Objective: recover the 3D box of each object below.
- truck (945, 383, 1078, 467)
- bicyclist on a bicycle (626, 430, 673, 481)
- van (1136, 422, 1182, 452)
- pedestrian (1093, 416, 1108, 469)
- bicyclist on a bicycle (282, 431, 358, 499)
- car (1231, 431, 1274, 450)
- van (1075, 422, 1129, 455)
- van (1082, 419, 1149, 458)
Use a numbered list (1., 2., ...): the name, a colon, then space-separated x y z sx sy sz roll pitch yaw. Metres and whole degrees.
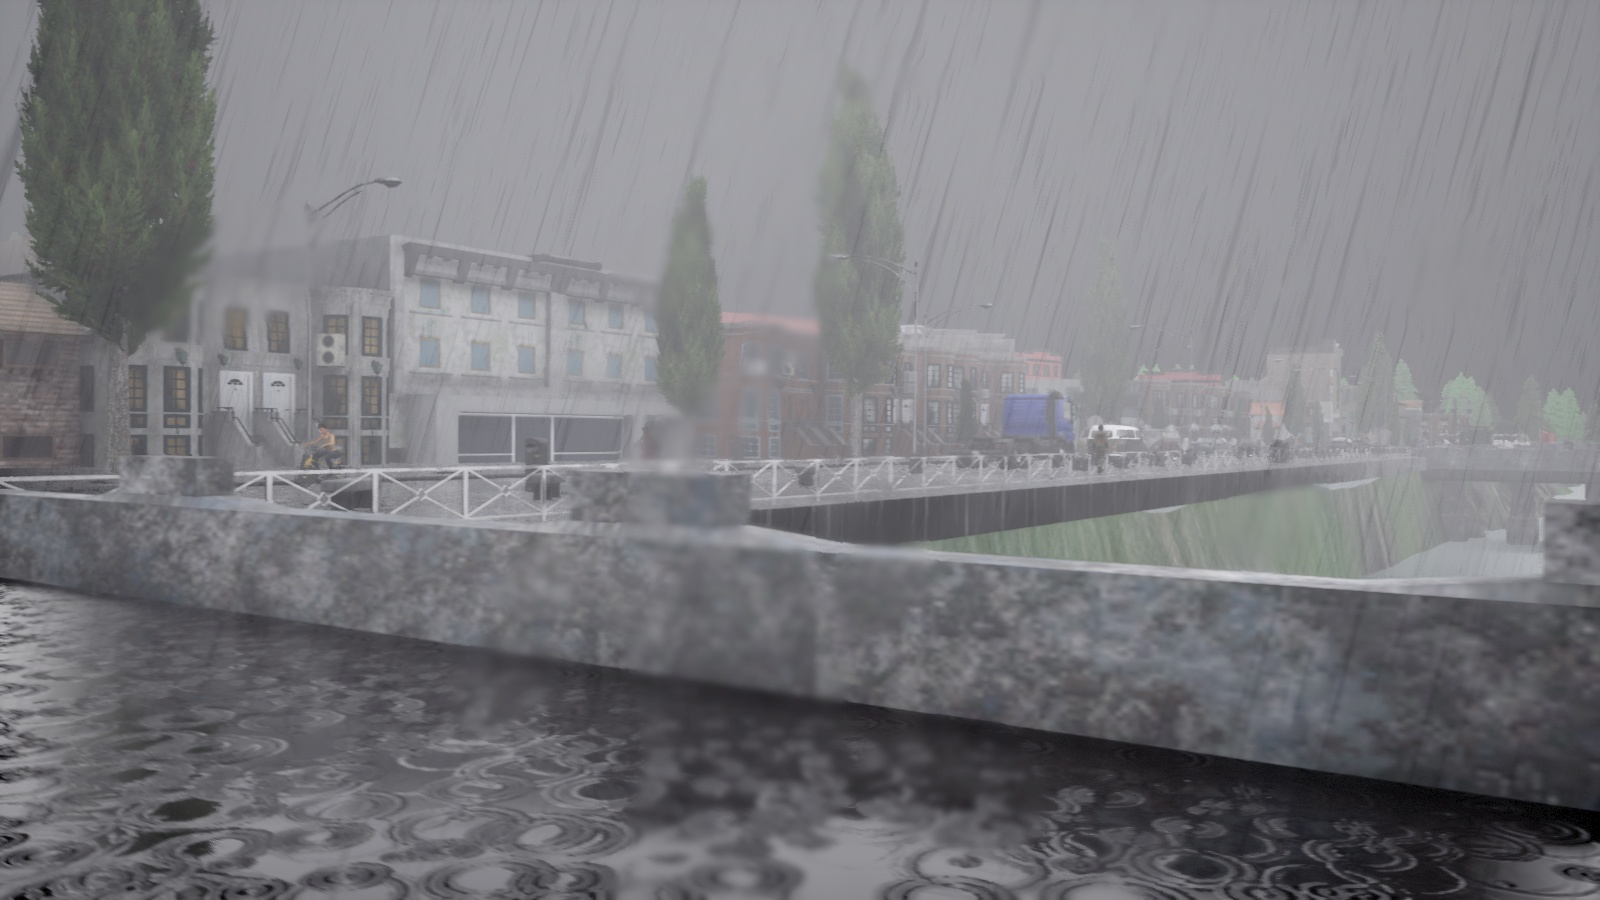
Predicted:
1. truck: 9.629 -1.106 56.304 2.891 3.462 7.936 0 1 34
2. bicyclist on a bicycle: -4.965 0.162 41.551 0.582 1.620 1.656 0 1 34
3. van: 24.631 -0.915 86.137 1.775 1.987 4.442 0 1 34
4. pedestrian: 11.004 -0.286 45.964 0.396 1.930 0.692 0 1 23
5. bicyclist on a bicycle: -11.882 0.351 31.121 0.866 1.612 1.509 0 1 34
6. car: 33.033 -0.717 91.562 1.895 1.301 4.718 0 1 34
7. van: 18.524 -0.734 76.937 1.775 1.987 4.442 0 1 34
8. van: 16.949 -0.618 67.334 2.069 2.038 4.480 0 1 34
